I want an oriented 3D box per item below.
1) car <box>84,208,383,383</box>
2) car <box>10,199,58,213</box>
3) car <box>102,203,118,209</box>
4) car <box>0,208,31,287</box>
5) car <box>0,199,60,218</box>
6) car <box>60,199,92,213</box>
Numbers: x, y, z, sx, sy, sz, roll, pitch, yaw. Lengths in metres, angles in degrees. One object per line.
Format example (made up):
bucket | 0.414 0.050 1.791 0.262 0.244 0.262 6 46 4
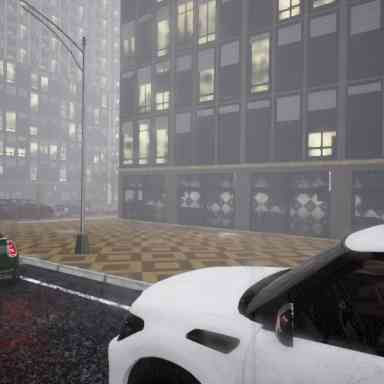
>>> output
car | 1.864 1.222 2.353 5.566 2.045 2.150 0 0 36
car | -18.682 1.641 39.576 1.752 1.417 4.829 1 0 36
car | -8.387 1.828 39.428 1.752 1.417 4.829 1 0 36
car | -6.211 1.348 8.089 4.553 1.767 2.097 0 0 35
car | -15.171 1.518 30.206 2.192 1.841 5.009 1 0 36
car | -14.607 1.692 40.729 1.837 1.490 4.892 1 0 36
